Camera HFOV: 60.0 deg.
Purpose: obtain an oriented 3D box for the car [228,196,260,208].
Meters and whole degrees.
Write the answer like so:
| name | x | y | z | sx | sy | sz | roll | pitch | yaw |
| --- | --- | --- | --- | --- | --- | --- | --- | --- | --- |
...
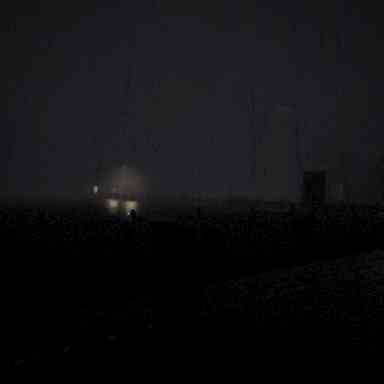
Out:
| name | x | y | z | sx | sy | sz | roll | pitch | yaw |
| --- | --- | --- | --- | --- | --- | --- | --- | --- | --- |
| car | 7.047 | 1.289 | 45.334 | 2.128 | 1.511 | 4.902 | 0 | 1 | -36 |

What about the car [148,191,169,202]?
| name | x | y | z | sx | sy | sz | roll | pitch | yaw |
| --- | --- | --- | --- | --- | --- | --- | --- | --- | --- |
| car | -6.579 | 0.786 | 64.393 | 2.150 | 2.045 | 5.566 | 0 | 1 | -36 |

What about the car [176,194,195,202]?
| name | x | y | z | sx | sy | sz | roll | pitch | yaw |
| --- | --- | --- | --- | --- | --- | --- | --- | --- | --- |
| car | -1.236 | 1.135 | 61.750 | 1.812 | 1.442 | 4.674 | 0 | 1 | -35 |
